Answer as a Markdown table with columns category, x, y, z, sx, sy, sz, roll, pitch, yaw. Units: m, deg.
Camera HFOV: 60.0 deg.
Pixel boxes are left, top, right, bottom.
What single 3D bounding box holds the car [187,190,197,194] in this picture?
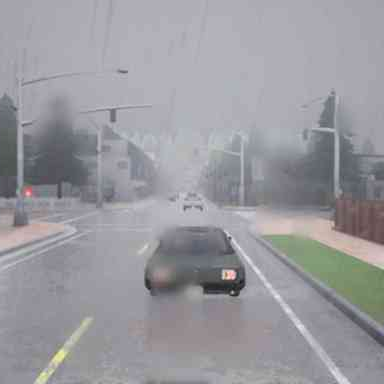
| category | x | y | z | sx | sy | sz | roll | pitch | yaw |
| --- | --- | --- | --- | --- | --- | --- | --- | --- | --- |
| car | -0.001 | 0.480 | 70.752 | 1.882 | 1.535 | 5.008 | 0 | 1 | 0 |

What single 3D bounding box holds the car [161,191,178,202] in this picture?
| category | x | y | z | sx | sy | sz | roll | pitch | yaw |
| --- | --- | --- | --- | --- | --- | --- | --- | --- | --- |
| car | -3.580 | 0.758 | 50.993 | 1.882 | 1.535 | 5.008 | 0 | 1 | 0 |

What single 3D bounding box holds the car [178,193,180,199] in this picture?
| category | x | y | z | sx | sy | sz | roll | pitch | yaw |
| --- | --- | --- | --- | --- | --- | --- | --- | --- | --- |
| car | -3.512 | 0.557 | 67.005 | 1.837 | 1.490 | 4.892 | 0 | 1 | 0 |

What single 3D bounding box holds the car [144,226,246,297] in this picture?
| category | x | y | z | sx | sy | sz | roll | pitch | yaw |
| --- | --- | --- | --- | --- | --- | --- | --- | --- | --- |
| car | 0.068 | 1.483 | 8.241 | 1.895 | 1.301 | 4.718 | 0 | 1 | 0 |

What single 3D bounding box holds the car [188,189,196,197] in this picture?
| category | x | y | z | sx | sy | sz | roll | pitch | yaw |
| --- | --- | --- | --- | --- | --- | --- | --- | --- | --- |
| car | -0.001 | 0.197 | 81.016 | 2.097 | 1.767 | 4.553 | 0 | 1 | 0 |

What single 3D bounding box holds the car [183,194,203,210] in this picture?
| category | x | y | z | sx | sy | sz | roll | pitch | yaw |
| --- | --- | --- | --- | --- | --- | --- | --- | --- | --- |
| car | 0.091 | 1.122 | 33.827 | 1.895 | 1.301 | 4.718 | 0 | 1 | 0 |
